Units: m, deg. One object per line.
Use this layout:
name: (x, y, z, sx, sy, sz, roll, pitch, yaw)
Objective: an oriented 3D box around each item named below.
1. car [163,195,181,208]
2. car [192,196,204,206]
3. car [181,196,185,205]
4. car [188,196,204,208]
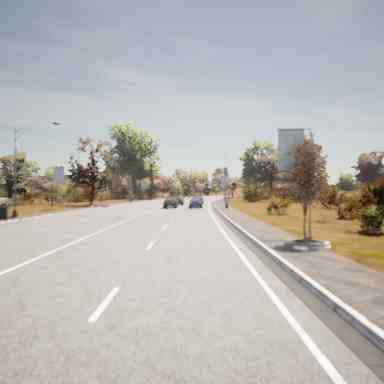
car: (-2.959, 1.497, 46.666, 1.837, 1.490, 4.892, 0, 0, 3)
car: (1.043, 1.496, 56.791, 1.837, 1.490, 4.892, 0, 0, 4)
car: (-2.452, 1.343, 56.982, 2.097, 1.767, 4.553, 0, 0, 4)
car: (0.539, 1.519, 46.564, 1.812, 1.442, 4.674, 0, 0, 3)
